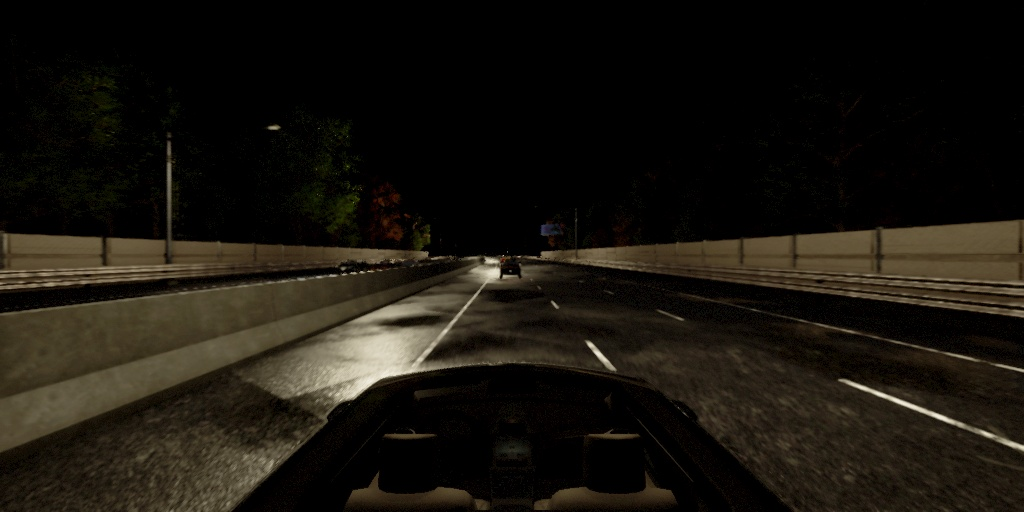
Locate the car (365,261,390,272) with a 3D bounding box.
[{"bbox_3d":[-14.439,1.225,40.449,1.994,1.385,4.181,0,0,-1],"label":"car"}]

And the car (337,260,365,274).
[{"bbox_3d":[-17.938,1.160,40.467,2.128,1.511,4.902,0,0,-1],"label":"car"}]

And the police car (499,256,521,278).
[{"bbox_3d":[-0.157,1.079,33.143,1.930,1.638,5.238,0,0,-1],"label":"police car"}]

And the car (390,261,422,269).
[{"bbox_3d":[-10.896,1.208,38.314,2.033,1.411,5.357,0,0,-1],"label":"car"}]
